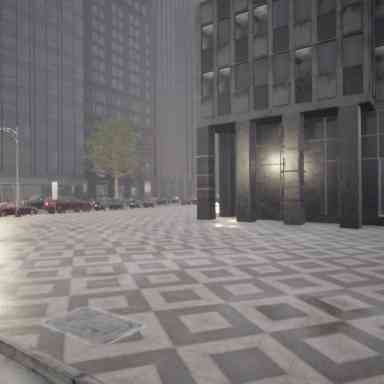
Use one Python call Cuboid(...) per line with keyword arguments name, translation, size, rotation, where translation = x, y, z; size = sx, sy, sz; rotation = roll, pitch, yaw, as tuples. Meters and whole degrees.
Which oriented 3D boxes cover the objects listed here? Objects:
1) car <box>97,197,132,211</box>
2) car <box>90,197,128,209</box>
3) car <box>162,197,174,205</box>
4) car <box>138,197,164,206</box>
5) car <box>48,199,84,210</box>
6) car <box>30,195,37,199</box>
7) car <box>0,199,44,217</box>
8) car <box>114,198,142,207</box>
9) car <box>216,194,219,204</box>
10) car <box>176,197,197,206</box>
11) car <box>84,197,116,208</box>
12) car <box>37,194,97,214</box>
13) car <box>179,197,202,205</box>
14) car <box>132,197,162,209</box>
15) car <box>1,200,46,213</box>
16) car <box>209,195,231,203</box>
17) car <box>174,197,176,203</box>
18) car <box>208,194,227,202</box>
Cuboid(name="car", translation=(-9.627, 1.525, 39.155), size=(1.947, 1.339, 4.313), rotation=(-1, 0, 35))
Cuboid(name="car", translation=(-11.521, 1.506, 46.539), size=(2.128, 1.511, 4.902), rotation=(-1, 0, 35))
Cuboid(name="car", translation=(-5.669, 1.591, 54.922), size=(1.895, 1.301, 4.718), rotation=(-1, 0, 35))
Cuboid(name="car", translation=(-7.101, 1.545, 57.780), size=(1.752, 1.417, 4.829), rotation=(-1, 0, 35))
Cuboid(name="car", translation=(-16.634, 1.643, 44.010), size=(1.802, 1.307, 4.206), rotation=(-1, 0, 35))
Cuboid(name="car", translation=(-17.241, 1.265, 38.304), size=(2.150, 2.045, 5.566), rotation=(-1, 0, 35))
Cuboid(name="car", translation=(-16.046, 1.577, 29.882), size=(1.802, 1.307, 4.206), rotation=(-1, 0, 35))
Cuboid(name="car", translation=(-10.214, 1.614, 53.283), size=(1.802, 1.307, 4.206), rotation=(-1, 0, 35))
Cuboid(name="car", translation=(3.209, 1.223, 57.700), size=(2.192, 1.841, 5.009), rotation=(-1, 0, 35))
Cuboid(name="car", translation=(0.001, 1.463, 53.063), size=(1.887, 1.381, 4.507), rotation=(-1, 0, 35))
Cuboid(name="car", translation=(-13.426, 1.485, 48.647), size=(1.967, 1.590, 4.097), rotation=(-1, 0, 35))
Cuboid(name="car", translation=(-12.839, 1.291, 34.520), size=(2.192, 1.841, 5.009), rotation=(-1, 0, 35))
Cuboid(name="car", translation=(-0.189, 1.507, 57.294), size=(1.994, 1.385, 4.181), rotation=(-1, 0, 34))
Cuboid(name="car", translation=(-6.418, 1.510, 43.790), size=(1.947, 1.339, 4.313), rotation=(-1, 0, 35))
Cuboid(name="car", translation=(-19.844, 1.644, 39.374), size=(1.947, 1.339, 4.313), rotation=(-1, 0, 35))
Cuboid(name="car", translation=(5.489, 1.417, 65.510), size=(2.128, 1.511, 4.902), rotation=(-1, 0, 35))
Cuboid(name="car", translation=(-3.794, 1.575, 62.557), size=(1.947, 1.339, 4.313), rotation=(-1, 0, 35))
Cuboid(name="car", translation=(5.834, 1.297, 76.468), size=(2.192, 1.841, 5.009), rotation=(-1, 0, 35))
